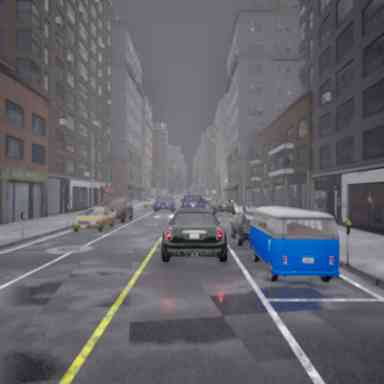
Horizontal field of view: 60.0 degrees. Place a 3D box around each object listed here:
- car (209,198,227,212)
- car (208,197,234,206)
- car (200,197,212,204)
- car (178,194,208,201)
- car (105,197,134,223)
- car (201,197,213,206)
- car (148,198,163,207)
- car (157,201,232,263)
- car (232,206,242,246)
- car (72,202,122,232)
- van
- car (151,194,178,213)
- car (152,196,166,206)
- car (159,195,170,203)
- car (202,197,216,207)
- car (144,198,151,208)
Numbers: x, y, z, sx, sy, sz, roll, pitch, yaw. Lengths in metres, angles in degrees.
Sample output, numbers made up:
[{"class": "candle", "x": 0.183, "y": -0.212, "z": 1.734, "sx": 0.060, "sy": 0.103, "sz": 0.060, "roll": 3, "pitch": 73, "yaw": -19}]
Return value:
[{"class": "car", "x": 3.156, "y": 1.566, "z": 41.079, "sx": 1.812, "sy": 1.442, "sz": 4.674, "roll": 0, "pitch": 0, "yaw": 0}, {"class": "car", "x": 3.119, "y": 1.383, "z": 34.049, "sx": 2.097, "sy": 1.767, "sz": 4.553, "roll": 0, "pitch": 0, "yaw": 0}, {"class": "car", "x": 2.686, "y": 1.635, "z": 64.441, "sx": 2.008, "sy": 1.369, "sz": 4.403, "roll": 0, "pitch": 0, "yaw": 0}, {"class": "car", "x": 0.099, "y": 1.248, "z": 31.312, "sx": 2.150, "sy": 2.045, "sz": 5.566, "roll": 0, "pitch": 0, "yaw": 0}, {"class": "car", "x": -5.844, "y": 1.335, "z": 25.986, "sx": 2.192, "sy": 1.841, "sz": 5.009, "roll": 1, "pitch": 0, "yaw": 0}, {"class": "car", "x": 2.686, "y": 1.617, "z": 58.950, "sx": 1.887, "sy": 1.381, "sz": 4.507, "roll": 0, "pitch": 0, "yaw": 0}, {"class": "car", "x": -5.842, "y": 1.612, "z": 53.451, "sx": 2.008, "sy": 1.369, "sz": 4.403, "roll": 0, "pitch": 0, "yaw": 0}, {"class": "car", "x": 0.082, "y": 1.359, "z": 12.214, "sx": 2.097, "sy": 1.767, "sz": 4.553, "roll": 0, "pitch": 0, "yaw": 0}, {"class": "car", "x": 2.683, "y": 1.561, "z": 15.018, "sx": 2.008, "sy": 1.369, "sz": 4.403, "roll": 1, "pitch": 0, "yaw": 0}, {"class": "car", "x": -5.846, "y": 1.540, "z": 20.323, "sx": 1.752, "sy": 1.417, "sz": 4.829, "roll": 1, "pitch": 0, "yaw": 0}, {"class": "van", "x": 2.685, "y": 1.347, "z": 9.527, "sx": 1.690, "sy": 1.788, "sz": 3.998, "roll": 1, "pitch": 0, "yaw": 0}, {"class": "car", "x": -3.091, "y": 1.257, "z": 38.347, "sx": 2.150, "sy": 2.045, "sz": 5.566, "roll": 0, "pitch": 0, "yaw": 0}, {"class": "car", "x": -5.840, "y": 1.512, "z": 58.944, "sx": 1.967, "sy": 1.590, "sz": 4.097, "roll": 0, "pitch": 0, "yaw": 0}, {"class": "car", "x": -5.839, "y": 1.537, "z": 69.930, "sx": 1.967, "sy": 1.590, "sz": 4.097, "roll": 0, "pitch": 0, "yaw": 0}, {"class": "car", "x": 2.686, "y": 1.606, "z": 53.458, "sx": 1.887, "sy": 1.381, "sz": 4.507, "roll": 0, "pitch": 0, "yaw": 0}, {"class": "car", "x": -5.843, "y": 1.576, "z": 47.788, "sx": 1.752, "sy": 1.417, "sz": 4.829, "roll": 0, "pitch": 0, "yaw": 0}]
